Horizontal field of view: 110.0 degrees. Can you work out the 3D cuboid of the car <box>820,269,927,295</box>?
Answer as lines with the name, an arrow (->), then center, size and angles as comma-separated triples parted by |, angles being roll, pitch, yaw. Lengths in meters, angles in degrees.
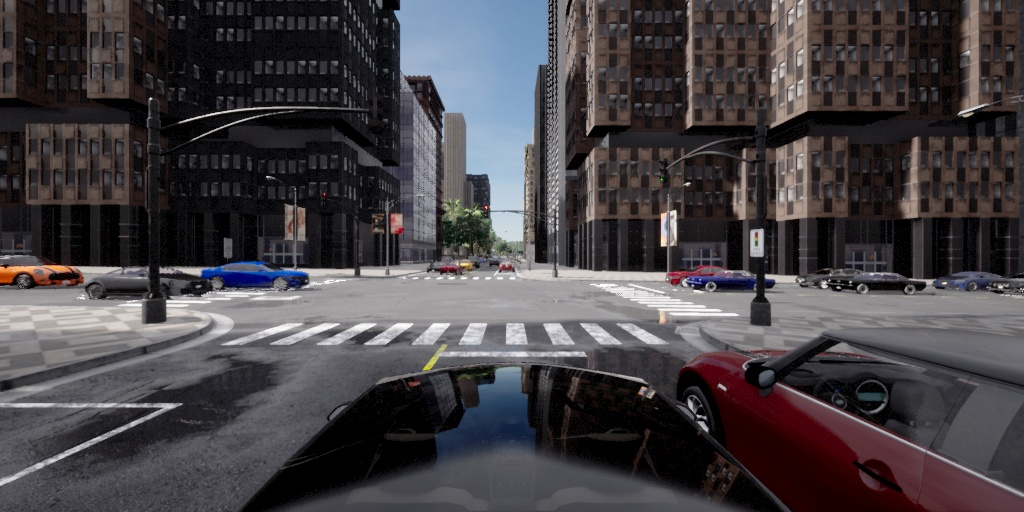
car -> 22.692, 1.700, 22.502 | 4.718, 1.301, 1.895 | 1, 0, 0

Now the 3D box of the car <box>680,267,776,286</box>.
car -> 13.526, 1.568, 22.447 | 4.718, 1.301, 1.895 | 1, 0, 0

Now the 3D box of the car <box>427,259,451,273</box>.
car -> -9.131, 1.322, 43.694 | 1.948, 1.339, 4.313 | 0, 0, 0

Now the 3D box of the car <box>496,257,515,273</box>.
car -> -0.606, 1.195, 43.747 | 1.967, 1.591, 4.097 | 0, 0, 0

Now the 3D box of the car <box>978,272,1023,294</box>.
car -> 33.142, 1.756, 22.553 | 4.892, 1.490, 1.837 | 1, 0, 0

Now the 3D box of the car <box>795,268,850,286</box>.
car -> 23.135, 1.607, 25.752 | 4.892, 1.490, 1.837 | 1, 0, 0

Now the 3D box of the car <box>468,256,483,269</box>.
car -> -6.557, 1.012, 59.254 | 2.150, 2.045, 5.566 | 0, 0, 0

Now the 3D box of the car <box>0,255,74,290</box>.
car -> -25.584, 0.769, 18.768 | 4.553, 1.767, 2.097 | 1, 0, 0

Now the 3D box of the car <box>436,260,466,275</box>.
car -> -6.463, 1.345, 38.521 | 1.895, 1.301, 4.718 | 0, 0, 1

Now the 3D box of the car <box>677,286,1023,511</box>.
car -> 2.764, 1.190, 2.356 | 1.967, 1.591, 4.097 | 0, 0, 0

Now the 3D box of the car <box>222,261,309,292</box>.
car -> -13.702, 1.061, 19.271 | 5.008, 1.535, 1.882 | 1, 0, -6

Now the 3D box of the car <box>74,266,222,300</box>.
car -> -15.620, 1.125, 15.576 | 4.181, 1.385, 1.994 | 1, 0, 0

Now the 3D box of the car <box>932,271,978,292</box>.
car -> 33.112, 1.811, 25.810 | 4.181, 1.385, 1.994 | 1, 0, -1

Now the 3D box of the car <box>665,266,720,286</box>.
car -> 13.644, 1.442, 25.704 | 5.008, 1.535, 1.882 | 1, 0, 0

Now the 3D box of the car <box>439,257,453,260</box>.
car -> -9.166, 1.082, 49.120 | 2.192, 1.841, 5.009 | 0, 0, 0

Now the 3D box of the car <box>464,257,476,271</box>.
car -> -6.497, 1.245, 48.915 | 1.882, 1.535, 5.008 | 0, 0, 0
